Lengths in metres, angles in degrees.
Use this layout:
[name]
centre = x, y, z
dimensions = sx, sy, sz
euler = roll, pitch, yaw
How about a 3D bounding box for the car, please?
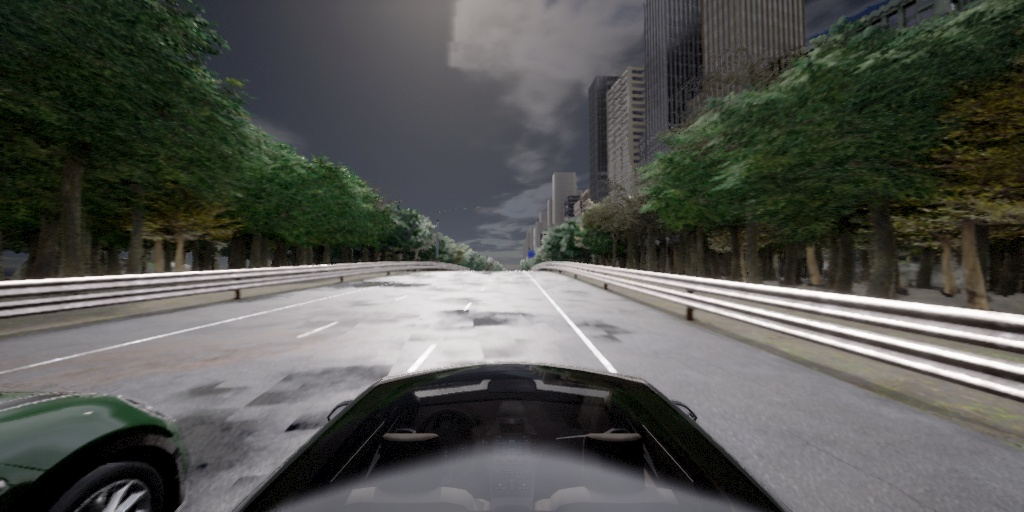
[car]
centre = -3.401, 1.098, 0.695
dimensions = 2.097, 1.767, 4.553
euler = 0, 0, 0
